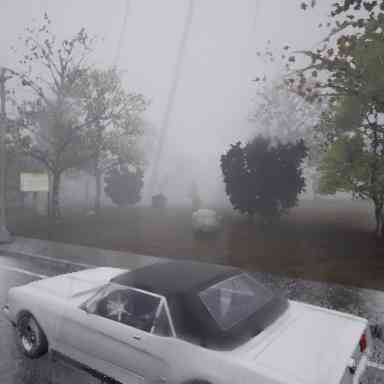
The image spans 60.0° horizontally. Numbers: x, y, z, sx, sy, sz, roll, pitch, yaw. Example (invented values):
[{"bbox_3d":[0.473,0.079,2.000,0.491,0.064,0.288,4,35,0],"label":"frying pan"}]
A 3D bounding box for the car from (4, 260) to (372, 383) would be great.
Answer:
[{"bbox_3d":[-0.439,1.603,4.307,4.718,1.301,1.895,0,0,35],"label":"car"}]
